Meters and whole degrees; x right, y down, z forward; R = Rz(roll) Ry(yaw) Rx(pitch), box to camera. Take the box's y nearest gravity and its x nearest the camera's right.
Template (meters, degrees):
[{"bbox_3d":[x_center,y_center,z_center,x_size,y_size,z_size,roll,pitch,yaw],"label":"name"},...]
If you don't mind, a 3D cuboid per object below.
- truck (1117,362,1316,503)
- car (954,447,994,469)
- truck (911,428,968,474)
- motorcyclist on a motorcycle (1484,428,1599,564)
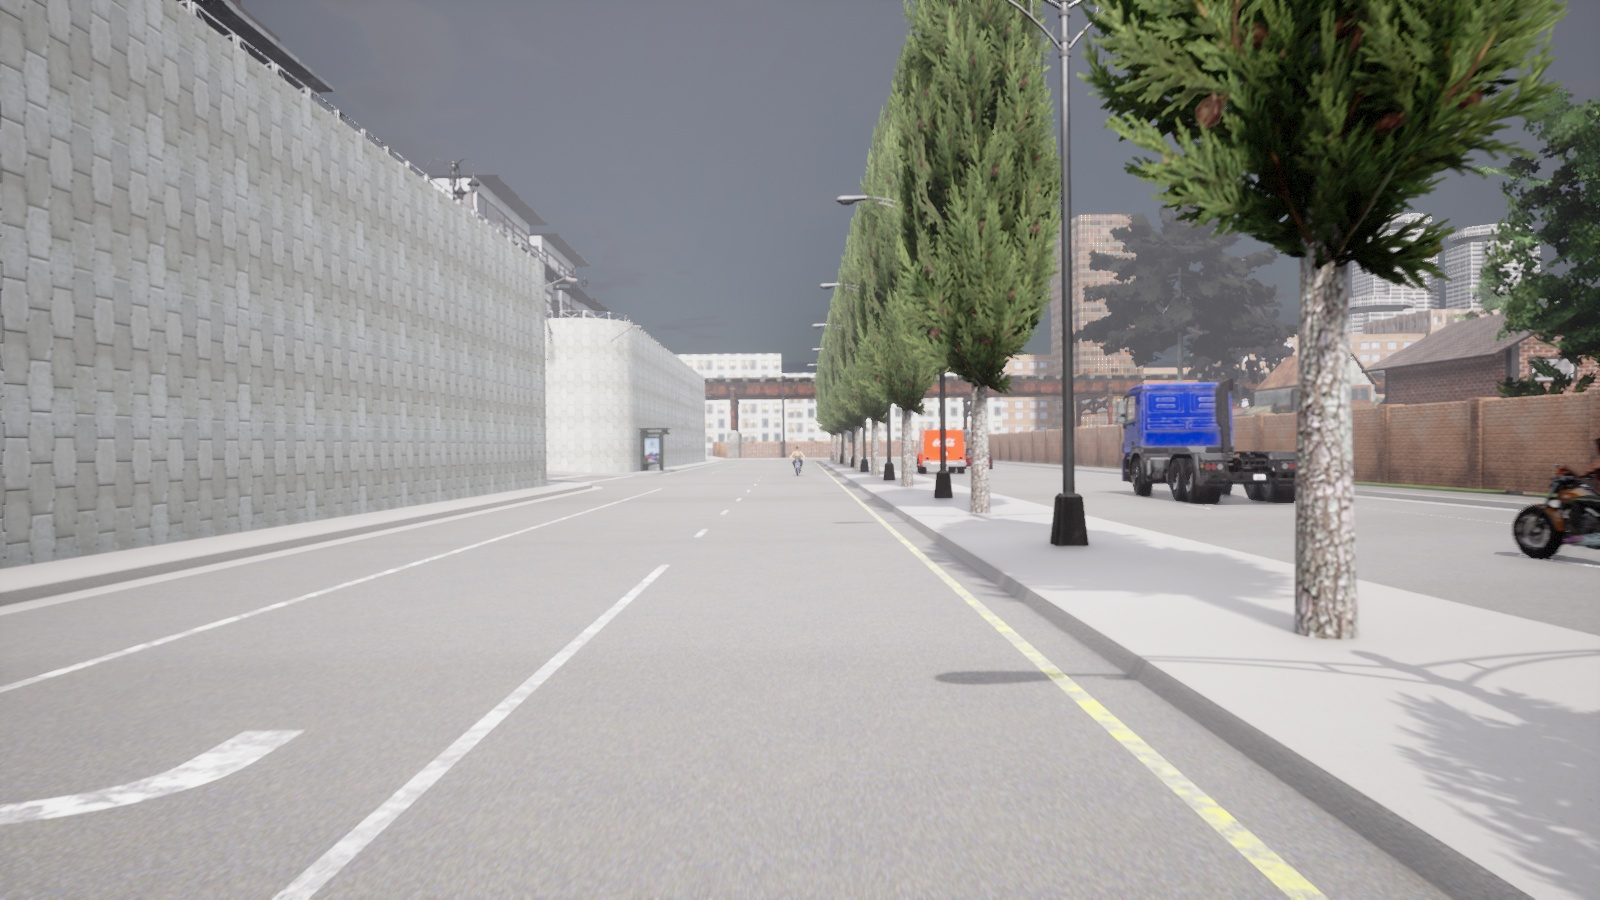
[{"bbox_3d":[11.420,-0.446,35.415,2.891,3.462,7.936,-1,0,0],"label":"truck"},{"bbox_3d":[11.348,0.502,82.042,1.994,1.385,4.181,-1,0,0],"label":"car"},{"bbox_3d":[7.857,0.036,71.226,2.627,2.467,5.204,-1,0,0],"label":"truck"},{"bbox_3d":[9.875,0.556,15.838,0.766,1.649,2.350,-1,0,-15],"label":"motorcyclist on a motorcycle"}]
